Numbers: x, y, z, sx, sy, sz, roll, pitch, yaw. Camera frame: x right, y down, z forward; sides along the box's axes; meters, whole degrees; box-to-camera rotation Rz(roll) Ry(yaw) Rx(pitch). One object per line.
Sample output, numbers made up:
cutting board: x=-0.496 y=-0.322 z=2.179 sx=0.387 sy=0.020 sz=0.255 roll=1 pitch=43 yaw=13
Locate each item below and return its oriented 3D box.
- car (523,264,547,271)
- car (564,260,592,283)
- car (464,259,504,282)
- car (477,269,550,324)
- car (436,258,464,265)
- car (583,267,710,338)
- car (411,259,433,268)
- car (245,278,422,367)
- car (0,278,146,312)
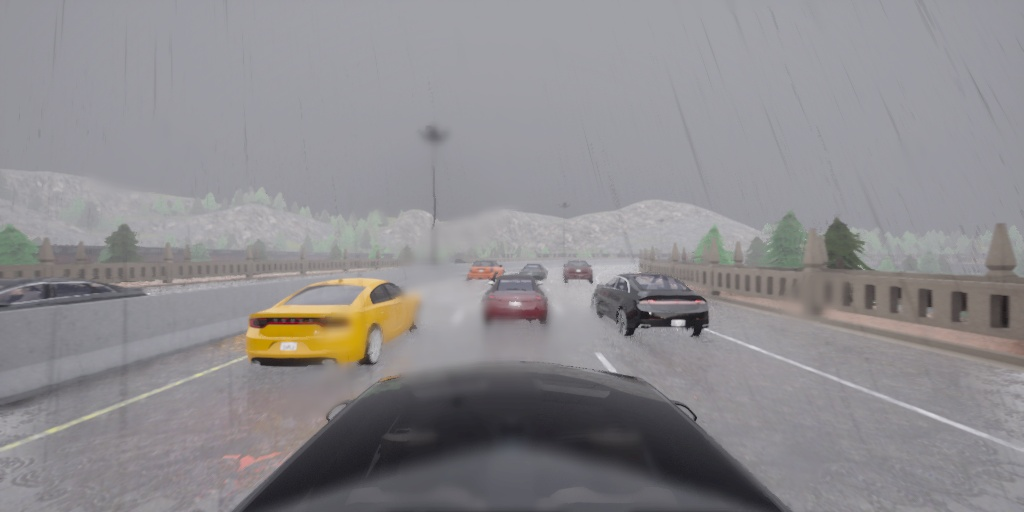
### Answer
car: x=1.813 y=1.295 z=29.125 sx=1.994 sy=1.385 sz=4.181 roll=0 pitch=0 yaw=10
car: x=5.179 y=1.083 z=28.067 sx=2.097 sy=1.767 sz=4.553 roll=0 pitch=0 yaw=10
car: x=-1.906 y=1.084 z=28.182 sx=2.097 sy=1.767 sz=4.553 roll=0 pitch=0 yaw=9
car: x=0.138 y=1.307 z=11.918 sx=1.994 sy=1.385 sz=4.181 roll=0 pitch=0 yaw=1
car: x=-7.825 y=1.068 z=47.593 sx=2.097 sy=1.767 sz=4.553 roll=0 pitch=0 yaw=21
car: x=3.621 y=1.236 z=10.184 sx=2.128 sy=1.511 sz=4.902 roll=0 pitch=0 yaw=0
car: x=-11.453 y=1.210 z=47.804 sx=2.128 sy=1.511 sz=4.902 roll=0 pitch=0 yaw=20
car: x=-3.395 y=1.223 z=7.941 sx=1.882 sy=1.535 sz=5.008 roll=0 pitch=0 yaw=0
car: x=-10.553 y=1.238 z=7.435 sx=2.128 sy=1.511 sz=4.902 roll=0 pitch=0 yaw=1
